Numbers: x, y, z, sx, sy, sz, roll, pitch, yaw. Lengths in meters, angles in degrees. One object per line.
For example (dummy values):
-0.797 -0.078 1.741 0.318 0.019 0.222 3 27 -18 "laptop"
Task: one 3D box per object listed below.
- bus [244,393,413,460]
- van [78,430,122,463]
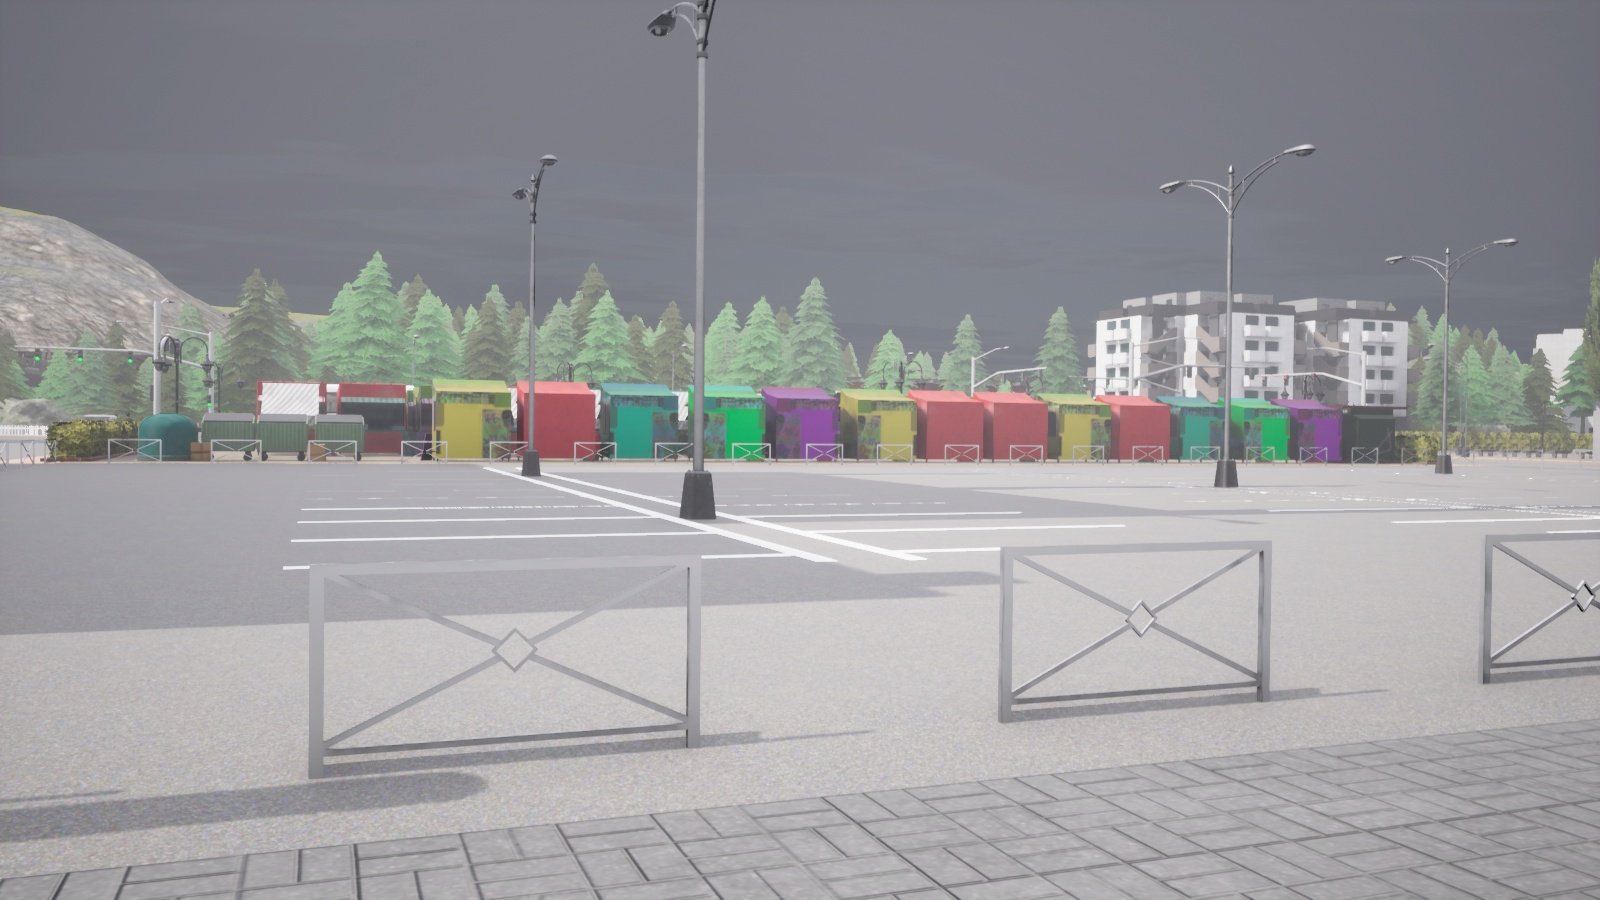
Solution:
-31.553 -1.610 84.365 10.273 4.253 3.944 -2 1 -21 "bus"
-43.770 -0.270 78.624 1.775 1.987 4.442 -1 1 -21 "van"
